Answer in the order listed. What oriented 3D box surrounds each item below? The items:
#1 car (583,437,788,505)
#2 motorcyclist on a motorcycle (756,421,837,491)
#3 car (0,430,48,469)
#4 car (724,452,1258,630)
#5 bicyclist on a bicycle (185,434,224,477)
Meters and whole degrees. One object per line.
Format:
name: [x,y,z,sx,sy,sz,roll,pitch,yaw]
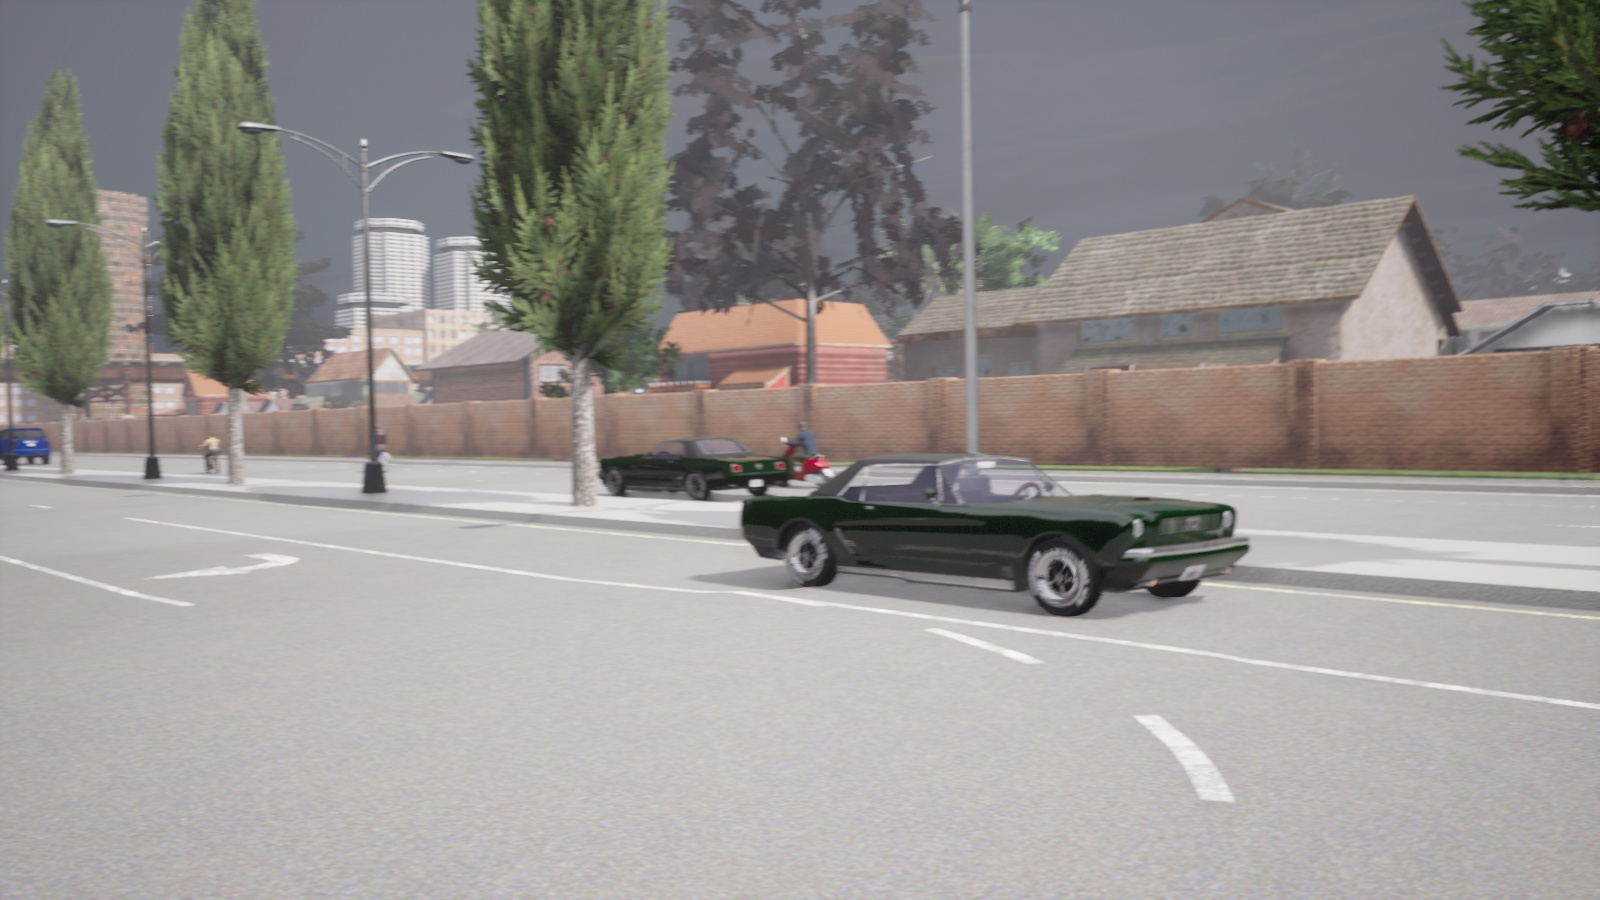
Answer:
car: [-2.583,0.409,27.418,1.895,1.301,4.718,-3,2,-44]
motorcyclist on a motorcycle: [-0.102,0.137,29.876,0.866,1.590,1.817,-3,2,-44]
car: [-43.724,-0.029,69.686,2.150,2.045,5.566,-3,2,-44]
car: [1.562,0.687,11.696,1.895,1.301,4.718,-1,0,-44]
bicyclist on a bicycle: [-22.909,0.217,48.310,0.866,1.612,1.509,-3,2,-44]
